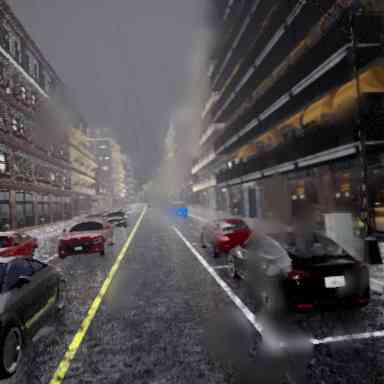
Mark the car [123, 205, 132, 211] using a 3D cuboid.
[{"bbox_3d":[-15.230,3.715,78.272,1.802,1.307,4.206,-3,-1,-7],"label":"car"}]

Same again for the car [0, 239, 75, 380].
[{"bbox_3d":[-3.546,1.854,5.567,1.994,1.385,4.181,-3,-1,-7],"label":"car"}]

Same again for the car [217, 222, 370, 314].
[{"bbox_3d":[2.057,1.533,7.436,1.947,1.339,4.313,-3,-1,-7],"label":"car"}]

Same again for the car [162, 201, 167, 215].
[{"bbox_3d":[-2.781,2.404,46.123,1.887,1.381,4.507,-3,-1,-7],"label":"car"}]

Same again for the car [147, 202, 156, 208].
[{"bbox_3d":[-10.881,3.478,89.121,2.033,1.411,5.357,-3,-1,-7],"label":"car"}]

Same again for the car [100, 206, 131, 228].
[{"bbox_3d":[-6.419,2.323,28.684,1.837,1.490,4.892,-4,0,-7],"label":"car"}]

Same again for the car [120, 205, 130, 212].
[{"bbox_3d":[-14.539,3.587,72.745,1.802,1.307,4.206,-3,-1,-7],"label":"car"}]

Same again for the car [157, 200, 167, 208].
[{"bbox_3d":[-7.630,3.070,84.813,2.192,1.841,5.009,-3,-1,-7],"label":"car"}]

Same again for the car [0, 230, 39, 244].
[{"bbox_3d":[-6.939,2.145,11.954,1.887,1.381,4.507,-3,-1,-7],"label":"car"}]

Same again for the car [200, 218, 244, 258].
[{"bbox_3d":[1.367,1.676,12.963,1.802,1.307,4.206,-3,-1,-7],"label":"car"}]

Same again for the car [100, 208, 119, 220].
[{"bbox_3d":[-11.084,2.931,45.112,1.947,1.339,4.313,-3,-1,-7],"label":"car"}]

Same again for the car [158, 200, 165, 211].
[{"bbox_3d":[-4.866,2.558,62.707,2.192,1.841,5.009,-3,-1,-7],"label":"car"}]

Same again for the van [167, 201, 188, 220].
[{"bbox_3d":[-1.410,1.945,35.074,1.690,1.788,3.998,-3,-1,-7],"label":"van"}]

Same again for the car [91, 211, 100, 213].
[{"bbox_3d":[-9.701,2.676,34.060,1.947,1.339,4.313,-3,-1,-7],"label":"car"}]

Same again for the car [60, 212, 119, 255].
[{"bbox_3d":[-4.803,1.999,15.588,1.882,1.535,5.008,-3,-1,-7],"label":"car"}]

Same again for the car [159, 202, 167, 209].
[{"bbox_3d":[-6.950,3.156,79.451,1.752,1.417,4.829,-3,-1,-7],"label":"car"}]

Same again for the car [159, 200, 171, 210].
[{"bbox_3d":[-5.557,2.686,68.233,2.192,1.841,5.009,-3,-1,-7],"label":"car"}]

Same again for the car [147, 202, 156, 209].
[{"bbox_3d":[-9.637,3.146,79.127,2.097,1.767,4.553,-3,-1,-7],"label":"car"}]
